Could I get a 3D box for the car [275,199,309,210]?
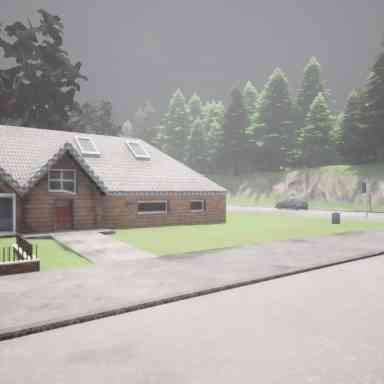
[{"bbox_3d":[12.679,1.564,42.419,1.994,1.385,4.181,0,0,-35],"label":"car"}]
